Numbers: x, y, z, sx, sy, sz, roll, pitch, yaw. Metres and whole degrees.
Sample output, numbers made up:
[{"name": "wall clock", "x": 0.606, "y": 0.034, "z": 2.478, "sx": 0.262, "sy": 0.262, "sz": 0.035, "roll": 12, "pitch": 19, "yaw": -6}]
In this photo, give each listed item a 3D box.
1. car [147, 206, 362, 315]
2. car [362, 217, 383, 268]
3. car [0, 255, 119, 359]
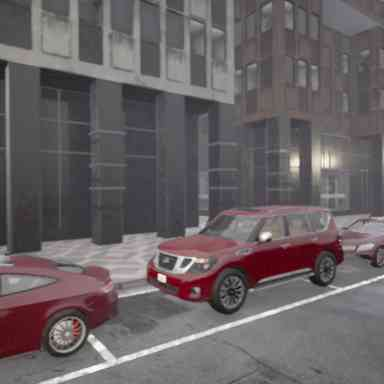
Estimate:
[{"name": "car", "x": 1.485, "y": 1.283, "z": 7.701, "sx": 5.009, "sy": 1.841, "sz": 2.192, "roll": 0, "pitch": 0, "yaw": -35}, {"name": "car", "x": 6.054, "y": 1.518, "z": 10.946, "sx": 4.206, "sy": 1.307, "sz": 1.802, "roll": 0, "pitch": 0, "yaw": -35}, {"name": "car", "x": -3.080, "y": 1.583, "z": 4.456, "sx": 4.206, "sy": 1.307, "sz": 1.802, "roll": 0, "pitch": 0, "yaw": -35}]
